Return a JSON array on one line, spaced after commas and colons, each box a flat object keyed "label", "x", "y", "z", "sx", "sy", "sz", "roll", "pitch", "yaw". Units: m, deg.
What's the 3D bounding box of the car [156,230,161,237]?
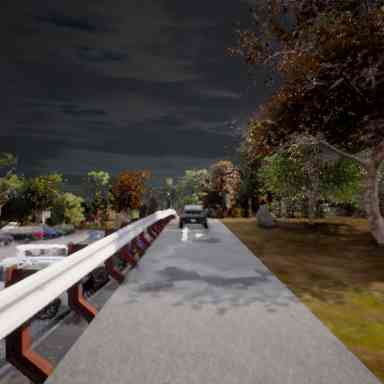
[{"label": "car", "x": -6.940, "y": 5.869, "z": 42.088, "sx": 4.892, "sy": 1.521, "sz": 2.231, "roll": 2, "pitch": -4, "yaw": -20}]

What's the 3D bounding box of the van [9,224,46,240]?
[{"label": "van", "x": -24.031, "y": 6.096, "z": 48.321, "sx": 4.442, "sy": 1.987, "sz": 1.878, "roll": 1, "pitch": -4, "yaw": -20}]

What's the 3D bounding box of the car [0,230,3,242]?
[{"label": "car", "x": -23.901, "y": 5.339, "z": 36.544, "sx": 4.553, "sy": 1.767, "sz": 2.185, "roll": 1, "pitch": -5, "yaw": -20}]

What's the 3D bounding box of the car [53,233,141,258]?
[{"label": "car", "x": -6.901, "y": 4.299, "z": 24.017, "sx": 5.566, "sy": 2.045, "sz": 2.435, "roll": 2, "pitch": -4, "yaw": -20}]

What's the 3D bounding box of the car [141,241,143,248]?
[{"label": "car", "x": -7.058, "y": 4.760, "z": 26.953, "sx": 5.366, "sy": 1.575, "sz": 1.946, "roll": 2, "pitch": -4, "yaw": -20}]

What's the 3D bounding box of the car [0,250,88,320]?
[{"label": "car", "x": -6.843, "y": 3.419, "z": 11.954, "sx": 5.566, "sy": 2.045, "sz": 2.435, "roll": 2, "pitch": -4, "yaw": -20}]

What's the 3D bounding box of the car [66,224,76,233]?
[{"label": "car", "x": -23.994, "y": 6.928, "z": 60.153, "sx": 5.566, "sy": 2.045, "sz": 2.435, "roll": 1, "pitch": -4, "yaw": -20}]

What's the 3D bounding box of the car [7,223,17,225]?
[{"label": "car", "x": -39.707, "y": 7.892, "z": 73.421, "sx": 2.435, "sy": 2.045, "sz": 5.566, "roll": 1, "pitch": -4, "yaw": -19}]

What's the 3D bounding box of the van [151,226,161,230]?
[{"label": "van", "x": -6.849, "y": 5.867, "z": 45.165, "sx": 4.442, "sy": 1.987, "sz": 1.878, "roll": 2, "pitch": -5, "yaw": -20}]

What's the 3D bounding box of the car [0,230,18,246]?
[{"label": "car", "x": -23.883, "y": 5.681, "z": 39.502, "sx": 4.892, "sy": 1.521, "sz": 2.231, "roll": 1, "pitch": -4, "yaw": -20}]

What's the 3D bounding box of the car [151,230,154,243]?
[{"label": "car", "x": -6.950, "y": 5.303, "z": 36.064, "sx": 4.553, "sy": 1.767, "sz": 2.185, "roll": 2, "pitch": -5, "yaw": -20}]

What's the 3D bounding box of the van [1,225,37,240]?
[{"label": "van", "x": -24.020, "y": 5.881, "z": 45.369, "sx": 4.442, "sy": 1.987, "sz": 1.878, "roll": 1, "pitch": -4, "yaw": -20}]

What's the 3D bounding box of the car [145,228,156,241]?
[{"label": "car", "x": -6.971, "y": 5.523, "z": 39.085, "sx": 4.553, "sy": 1.767, "sz": 2.185, "roll": 2, "pitch": -5, "yaw": -20}]

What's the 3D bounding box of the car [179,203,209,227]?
[{"label": "car", "x": 0.117, "y": 1.570, "z": 23.403, "sx": 1.837, "sy": 1.490, "sz": 4.892, "roll": 0, "pitch": 0, "yaw": 1}]

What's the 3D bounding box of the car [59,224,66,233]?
[{"label": "car", "x": -23.924, "y": 6.501, "z": 54.284, "sx": 5.566, "sy": 2.045, "sz": 2.435, "roll": 1, "pitch": -5, "yaw": -20}]

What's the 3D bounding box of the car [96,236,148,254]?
[{"label": "car", "x": -6.941, "y": 5.238, "z": 33.036, "sx": 4.792, "sy": 1.488, "sz": 2.163, "roll": 2, "pitch": -4, "yaw": -20}]

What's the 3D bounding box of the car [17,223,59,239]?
[{"label": "car", "x": -23.913, "y": 6.287, "z": 51.333, "sx": 5.566, "sy": 2.045, "sz": 2.435, "roll": 1, "pitch": -5, "yaw": -20}]

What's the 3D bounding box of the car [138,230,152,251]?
[{"label": "car", "x": -6.867, "y": 4.741, "z": 30.063, "sx": 5.566, "sy": 2.045, "sz": 2.435, "roll": 2, "pitch": -5, "yaw": -20}]

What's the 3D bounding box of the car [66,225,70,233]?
[{"label": "car", "x": -23.940, "y": 6.996, "z": 57.223, "sx": 4.792, "sy": 1.488, "sz": 2.163, "roll": 1, "pitch": -5, "yaw": -20}]

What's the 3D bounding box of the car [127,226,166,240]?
[{"label": "car", "x": -7.003, "y": 6.273, "z": 51.132, "sx": 5.566, "sy": 2.045, "sz": 2.435, "roll": 2, "pitch": -4, "yaw": -20}]

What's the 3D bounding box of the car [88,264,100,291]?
[{"label": "car", "x": -6.863, "y": 3.919, "z": 14.949, "sx": 4.792, "sy": 1.488, "sz": 2.163, "roll": 2, "pitch": -4, "yaw": -20}]

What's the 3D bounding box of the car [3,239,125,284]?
[{"label": "car", "x": -6.814, "y": 3.861, "z": 18.005, "sx": 5.566, "sy": 2.045, "sz": 2.435, "roll": 2, "pitch": -5, "yaw": -20}]
